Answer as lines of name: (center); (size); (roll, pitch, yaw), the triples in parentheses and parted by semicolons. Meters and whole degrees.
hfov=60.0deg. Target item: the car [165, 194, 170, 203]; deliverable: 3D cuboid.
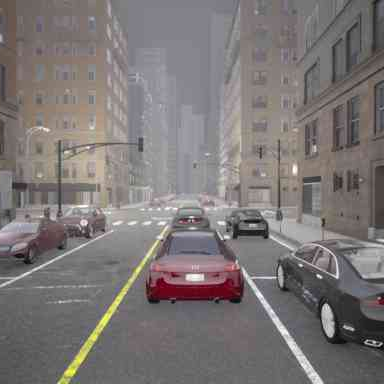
car: (-5.945, 1.609, 65.090); (2.008, 1.369, 4.403); (0, 0, 0)

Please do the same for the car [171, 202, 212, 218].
car: (-0.048, 1.506, 17.122); (1.837, 1.490, 4.892); (0, 0, 0)

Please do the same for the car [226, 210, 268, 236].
car: (2.771, 1.567, 17.214); (1.947, 1.339, 4.313); (0, 0, 0)

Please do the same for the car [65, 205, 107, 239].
car: (-5.754, 1.441, 17.171); (1.967, 1.590, 4.097); (0, 0, 0)

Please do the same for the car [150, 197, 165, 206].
car: (-5.909, 1.620, 54.273); (1.802, 1.307, 4.206); (0, 0, 0)

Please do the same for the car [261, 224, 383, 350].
car: (2.828, 1.551, 6.211); (2.008, 1.369, 4.403); (0, 0, 0)

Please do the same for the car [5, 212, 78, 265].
car: (-5.726, 1.582, 11.669); (1.802, 1.307, 4.206); (0, 0, 0)

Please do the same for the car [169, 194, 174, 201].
car: (-5.999, 1.629, 81.145); (1.752, 1.417, 4.829); (0, 0, 0)

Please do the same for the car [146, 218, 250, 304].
car: (0.041, 1.564, 8.209); (1.994, 1.385, 4.181); (0, 0, -1)

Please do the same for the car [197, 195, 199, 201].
car: (2.580, 1.609, 65.121); (2.008, 1.369, 4.403); (0, 0, 0)

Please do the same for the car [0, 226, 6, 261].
car: (-5.697, 1.566, 6.168); (1.947, 1.339, 4.313); (0, 0, 0)

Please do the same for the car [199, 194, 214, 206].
car: (2.615, 1.478, 54.304); (1.967, 1.590, 4.097); (0, 0, 0)

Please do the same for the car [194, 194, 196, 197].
car: (2.488, 1.461, 92.167); (2.192, 1.841, 5.009); (0, 0, 0)

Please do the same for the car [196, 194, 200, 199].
car: (2.543, 1.527, 75.939); (1.967, 1.590, 4.097); (0, 0, 0)

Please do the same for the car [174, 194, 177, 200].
car: (-6.036, 1.460, 92.133); (2.192, 1.841, 5.009); (0, 0, 0)

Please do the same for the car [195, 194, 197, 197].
car: (2.507, 1.564, 86.757); (1.967, 1.590, 4.097); (0, 0, 0)
